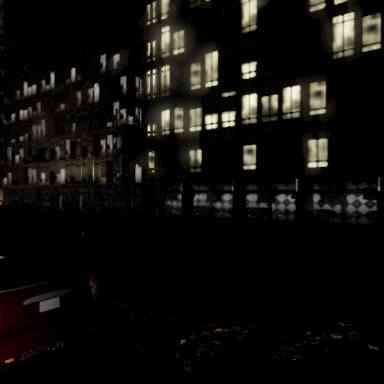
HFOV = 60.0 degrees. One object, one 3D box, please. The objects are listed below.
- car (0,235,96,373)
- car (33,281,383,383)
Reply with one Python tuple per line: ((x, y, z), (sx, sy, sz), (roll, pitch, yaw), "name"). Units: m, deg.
((-3.345, 1.412, 5.265), (4.097, 1.590, 1.967), (0, 0, 35), "car")
((1.164, 1.544, 2.048), (4.507, 1.381, 1.887), (0, 0, 35), "car")
